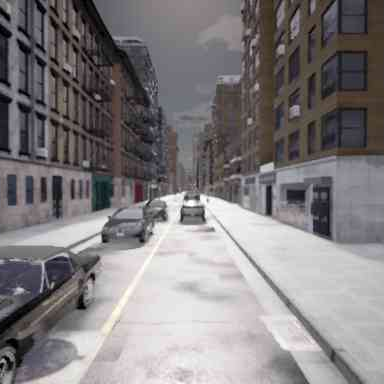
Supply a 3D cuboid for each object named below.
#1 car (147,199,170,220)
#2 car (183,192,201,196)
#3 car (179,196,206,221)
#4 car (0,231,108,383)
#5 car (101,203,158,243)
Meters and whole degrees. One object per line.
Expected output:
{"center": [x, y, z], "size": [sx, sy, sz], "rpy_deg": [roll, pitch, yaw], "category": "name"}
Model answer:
{"center": [-2.817, 1.368, 26.331], "size": [1.837, 1.490, 4.892], "rpy_deg": [0, 0, 0], "category": "car"}
{"center": [-0.014, 0.980, 42.998], "size": [2.150, 2.045, 5.566], "rpy_deg": [0, 1, 0], "category": "car"}
{"center": [0.040, 1.351, 25.468], "size": [2.128, 1.511, 4.902], "rpy_deg": [0, 0, -1], "category": "car"}
{"center": [-2.860, 1.576, 4.983], "size": [1.895, 1.301, 4.718], "rpy_deg": [0, 0, 0], "category": "car"}
{"center": [-2.878, 1.443, 15.652], "size": [1.812, 1.442, 4.674], "rpy_deg": [0, 0, 0], "category": "car"}
